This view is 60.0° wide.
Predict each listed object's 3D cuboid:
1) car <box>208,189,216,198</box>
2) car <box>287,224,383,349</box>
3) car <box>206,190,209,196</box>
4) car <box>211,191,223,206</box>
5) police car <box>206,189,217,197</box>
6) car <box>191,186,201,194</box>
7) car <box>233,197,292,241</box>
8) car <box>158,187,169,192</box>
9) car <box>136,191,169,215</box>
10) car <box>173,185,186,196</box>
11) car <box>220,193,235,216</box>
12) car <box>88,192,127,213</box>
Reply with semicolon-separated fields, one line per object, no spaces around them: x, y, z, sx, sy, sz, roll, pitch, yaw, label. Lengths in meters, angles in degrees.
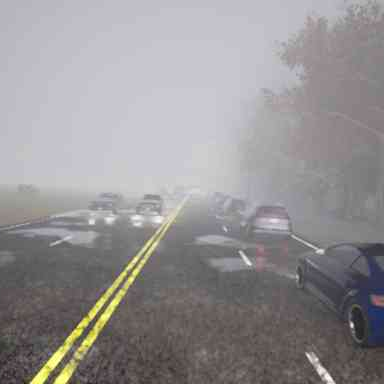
3.809;0.668;49.235;1.882;1.535;5.008;2;1;1;car
3.454;1.646;6.401;1.994;1.385;4.181;3;1;1;car
3.948;0.448;60.240;2.128;1.511;4.902;4;0;1;car
3.707;0.948;38.246;2.033;1.411;5.357;4;0;1;car
4.088;0.160;71.347;1.930;1.638;5.238;4;0;1;police car
0.947;-0.512;80.862;2.150;2.045;5.566;3;1;1;car
3.469;1.279;16.252;2.033;1.649;4.856;4;0;1;car
-5.721;-0.205;66.706;1.882;1.535;5.008;3;1;1;car
-3.031;0.865;25.271;1.812;1.442;4.674;3;1;0;car
-2.462;-0.280;66.636;2.150;2.045;5.566;3;1;1;car
3.582;1.156;27.234;1.812;1.442;4.674;4;2;1;car
-6.282;0.706;25.503;2.033;1.411;5.357;3;1;1;car
